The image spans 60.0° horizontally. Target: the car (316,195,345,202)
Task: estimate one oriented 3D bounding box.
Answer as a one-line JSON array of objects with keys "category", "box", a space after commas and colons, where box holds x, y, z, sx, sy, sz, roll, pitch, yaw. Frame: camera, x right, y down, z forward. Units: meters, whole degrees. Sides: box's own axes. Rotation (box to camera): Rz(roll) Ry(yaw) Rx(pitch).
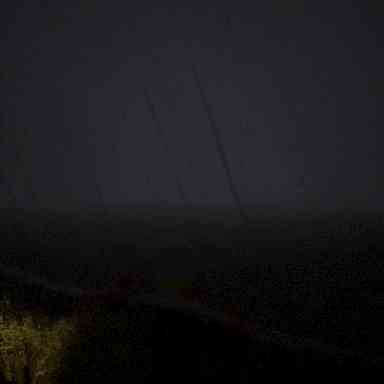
[{"category": "car", "box": [30.715, 1.431, 73.792, 4.611, 1.667, 2.242, 1, 0, 35]}]
